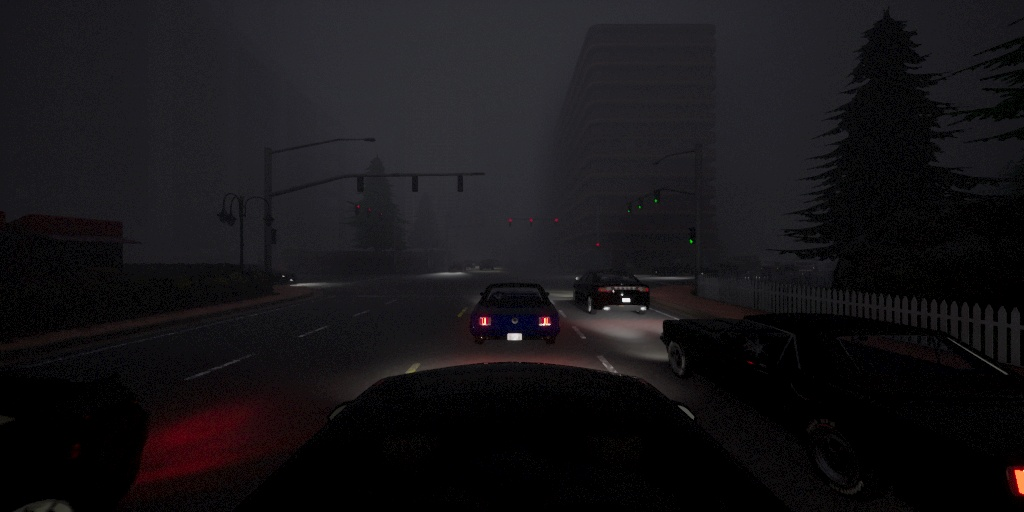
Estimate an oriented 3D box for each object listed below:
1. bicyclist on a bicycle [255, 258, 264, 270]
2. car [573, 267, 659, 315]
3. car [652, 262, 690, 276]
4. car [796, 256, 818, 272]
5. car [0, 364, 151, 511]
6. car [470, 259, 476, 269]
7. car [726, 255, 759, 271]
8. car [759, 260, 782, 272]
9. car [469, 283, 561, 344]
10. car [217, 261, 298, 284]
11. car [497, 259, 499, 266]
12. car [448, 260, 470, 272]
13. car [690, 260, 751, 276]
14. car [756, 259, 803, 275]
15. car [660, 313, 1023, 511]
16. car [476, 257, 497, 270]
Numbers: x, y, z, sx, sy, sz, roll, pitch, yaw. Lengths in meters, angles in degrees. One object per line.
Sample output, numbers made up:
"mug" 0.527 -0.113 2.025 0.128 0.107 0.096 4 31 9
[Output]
"bicyclist on a bicycle" -27.907 0.996 39.730 0.582 1.620 1.656 0 0 0
"car" 3.581 1.228 13.702 1.882 1.535 5.008 0 0 0
"car" 16.571 1.295 36.487 4.718 1.301 1.895 0 0 -14
"car" 35.683 0.918 43.583 2.150 2.045 5.566 0 0 43
"car" -3.600 1.255 0.574 1.837 1.490 4.892 0 0 0
"car" -7.118 1.298 58.316 2.033 1.411 5.357 0 0 0
"car" 25.629 0.916 40.092 5.566 2.045 2.150 0 0 -31
"car" 33.357 1.220 46.216 1.812 1.442 4.674 0 0 42
"car" 0.070 1.351 9.494 1.895 1.301 4.718 0 0 0
"car" -17.637 1.242 24.328 5.357 1.411 2.033 0 0 0
"car" -3.605 1.255 62.062 1.837 1.490 4.892 0 0 0
"car" -7.123 1.351 47.066 1.895 1.301 4.718 0 0 0
"car" 19.554 1.295 33.638 4.718 1.301 1.895 0 0 -18
"car" 27.901 1.295 37.404 4.718 1.301 1.895 0 0 -31
"car" 3.599 1.351 4.381 1.895 1.301 4.718 0 0 0
"car" -3.622 1.228 51.963 1.882 1.535 5.008 0 0 0
